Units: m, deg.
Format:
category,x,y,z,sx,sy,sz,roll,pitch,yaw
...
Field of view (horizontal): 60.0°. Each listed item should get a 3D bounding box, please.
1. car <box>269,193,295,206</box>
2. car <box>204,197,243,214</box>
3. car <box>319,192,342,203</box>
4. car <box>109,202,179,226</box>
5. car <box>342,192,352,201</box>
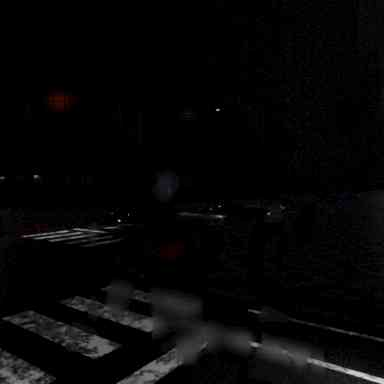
category,x,y,z,sx,sy,sz,roll,pitch,yaw
car,11.152,0.907,41.173,1.882,1.535,5.008,0,1,36
car,2.950,1.143,29.732,1.812,1.442,4.674,0,1,36
car,19.549,0.815,47.447,1.837,1.490,4.892,0,1,36
car,-2.998,1.354,21.435,1.895,1.301,4.718,0,1,36
car,25.433,0.654,55.675,1.882,1.535,5.008,0,1,36
